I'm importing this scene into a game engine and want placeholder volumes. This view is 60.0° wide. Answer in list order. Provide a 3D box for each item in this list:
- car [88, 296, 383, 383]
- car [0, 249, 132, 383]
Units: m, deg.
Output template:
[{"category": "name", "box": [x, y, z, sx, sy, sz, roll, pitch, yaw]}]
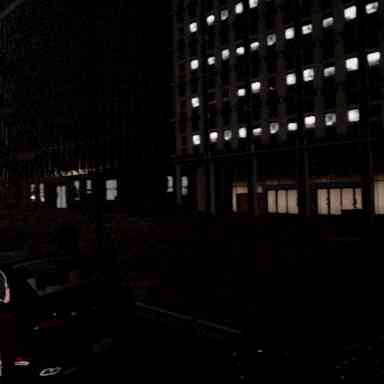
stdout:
[{"category": "car", "box": [1.629, 1.521, 1.800, 4.403, 1.369, 2.008, -1, -1, 38]}, {"category": "car", "box": [-2.758, 1.584, 5.228, 4.403, 1.369, 2.008, -1, -1, 38]}]
